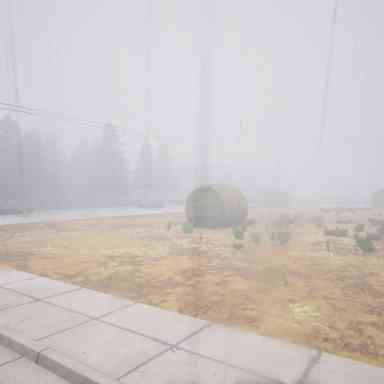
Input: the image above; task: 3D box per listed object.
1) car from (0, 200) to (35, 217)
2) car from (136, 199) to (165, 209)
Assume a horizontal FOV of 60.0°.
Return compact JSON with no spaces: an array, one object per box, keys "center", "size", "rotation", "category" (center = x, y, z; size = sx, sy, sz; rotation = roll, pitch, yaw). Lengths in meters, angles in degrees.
[{"center":[-16.691,1.518,29.774],"size":[2.128,1.511,4.902],"rotation":[0,0,37],"category":"car"},{"center":[-5.534,1.591,44.807],"size":[1.994,1.385,4.181],"rotation":[0,0,37],"category":"car"}]
